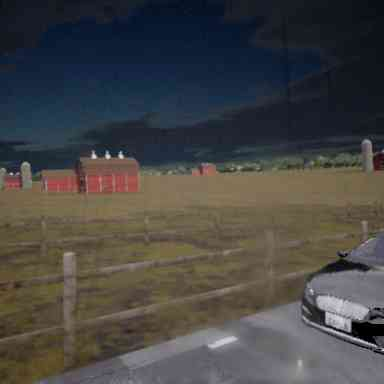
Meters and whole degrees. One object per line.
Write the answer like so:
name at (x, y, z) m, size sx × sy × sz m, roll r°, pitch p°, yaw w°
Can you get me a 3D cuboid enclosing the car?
car at (3.954, 1.477, 5.891) m, size 4.902 × 1.511 × 2.128 m, roll 0°, pitch 0°, yaw -35°
